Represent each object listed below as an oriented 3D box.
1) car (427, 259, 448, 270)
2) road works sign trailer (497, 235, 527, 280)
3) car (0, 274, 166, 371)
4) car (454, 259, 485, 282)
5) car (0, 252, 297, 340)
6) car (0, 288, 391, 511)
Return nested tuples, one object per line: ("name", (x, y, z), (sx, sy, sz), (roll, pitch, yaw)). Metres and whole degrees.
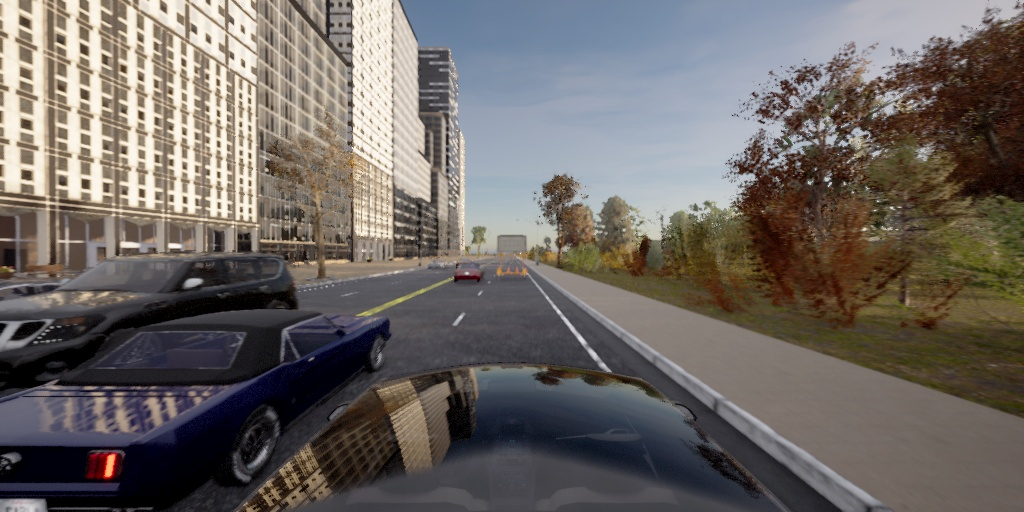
("car", (-9.832, 1.110, 47.431), (1.895, 1.301, 4.718), (0, 0, 0))
("road works sign trailer", (-0.005, 0.069, 28.899), (2.380, 3.560, 2.880), (0, 0, 0))
("car", (-9.848, 1.214, 6.651), (2.128, 1.511, 4.902), (0, 0, 0))
("car", (-3.154, 1.177, 27.113), (1.994, 1.385, 4.181), (0, 0, 0))
("car", (-6.600, 0.942, 7.017), (2.150, 2.045, 5.566), (0, 0, 0))
("car", (-3.151, 1.335, 4.534), (1.895, 1.301, 4.718), (0, 0, 0))
